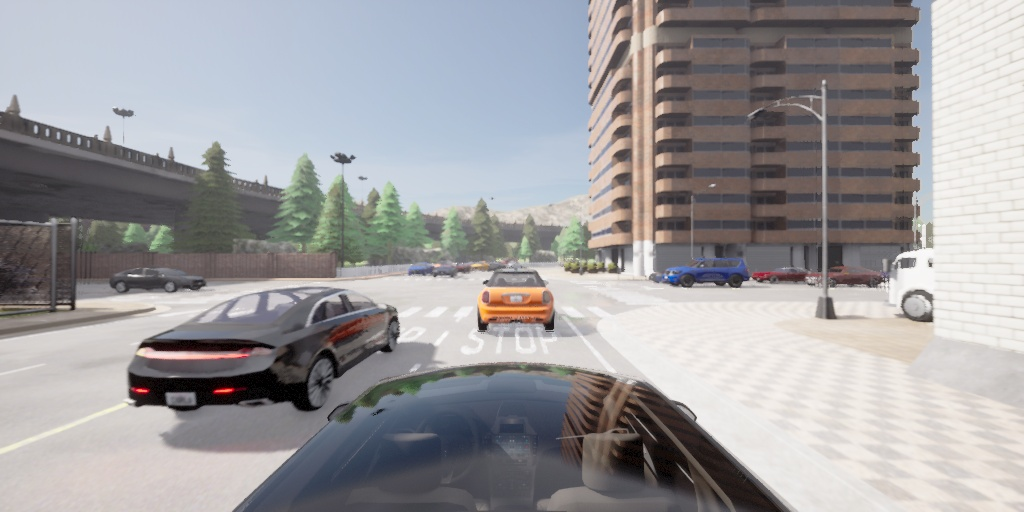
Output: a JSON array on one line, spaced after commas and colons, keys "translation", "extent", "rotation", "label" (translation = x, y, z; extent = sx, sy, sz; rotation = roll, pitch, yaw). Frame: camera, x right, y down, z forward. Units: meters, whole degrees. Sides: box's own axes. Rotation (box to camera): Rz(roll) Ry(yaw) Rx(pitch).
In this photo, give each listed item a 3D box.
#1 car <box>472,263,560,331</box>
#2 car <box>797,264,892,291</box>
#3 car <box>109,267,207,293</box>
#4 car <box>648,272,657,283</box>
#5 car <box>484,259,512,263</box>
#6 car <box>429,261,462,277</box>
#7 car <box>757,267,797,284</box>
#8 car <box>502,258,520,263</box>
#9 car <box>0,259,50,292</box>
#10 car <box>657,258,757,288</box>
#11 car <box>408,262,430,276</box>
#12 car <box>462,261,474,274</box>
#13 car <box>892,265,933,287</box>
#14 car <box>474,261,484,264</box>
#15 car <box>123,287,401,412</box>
[{"translation": [0.110, 1.183, 11.412], "extent": [2.097, 1.767, 4.553], "rotation": [0, -1, 0], "label": "car"}, {"translation": [23.367, 1.473, 25.336], "extent": [4.674, 1.442, 1.812], "rotation": [0, 0, 0], "label": "car"}, {"translation": [-21.404, 1.428, 21.800], "extent": [4.892, 1.490, 1.837], "rotation": [0, 0, 0], "label": "car"}, {"translation": [13.258, 1.531, 28.898], "extent": [4.181, 1.385, 1.994], "rotation": [0, 0, -1], "label": "car"}, {"translation": [-2.005, 1.540, 52.318], "extent": [2.128, 1.511, 4.902], "rotation": [0, 0, 14], "label": "car"}, {"translation": [-6.936, 1.527, 37.797], "extent": [1.994, 1.385, 4.181], "rotation": [0, 0, 1], "label": "car"}, {"translation": [22.018, 1.568, 28.850], "extent": [4.718, 1.301, 1.895], "rotation": [0, 0, 0], "label": "car"}, {"translation": [0.199, 1.646, 64.280], "extent": [1.812, 1.442, 4.674], "rotation": [0, 0, 39], "label": "car"}, {"translation": [-31.452, 1.144, 21.837], "extent": [5.566, 2.045, 2.150], "rotation": [0, 0, 0], "label": "car"}, {"translation": [13.686, 1.169, 25.383], "extent": [5.566, 2.045, 2.150], "rotation": [0, 0, 0], "label": "car"}, {"translation": [-10.313, 1.459, 40.953], "extent": [1.882, 1.535, 5.008], "rotation": [0, 0, 2], "label": "car"}, {"translation": [-6.651, 1.616, 46.552], "extent": [1.895, 1.301, 4.718], "rotation": [0, 0, 5], "label": "car"}, {"translation": [32.175, 1.569, 28.792], "extent": [4.718, 1.301, 1.895], "rotation": [0, 0, 1], "label": "car"}, {"translation": [-4.675, 1.545, 55.484], "extent": [1.882, 1.535, 5.008], "rotation": [0, 0, 21], "label": "car"}, {"translation": [-3.395, 1.267, 6.109], "extent": [2.128, 1.511, 4.902], "rotation": [0, 0, 0], "label": "car"}]
